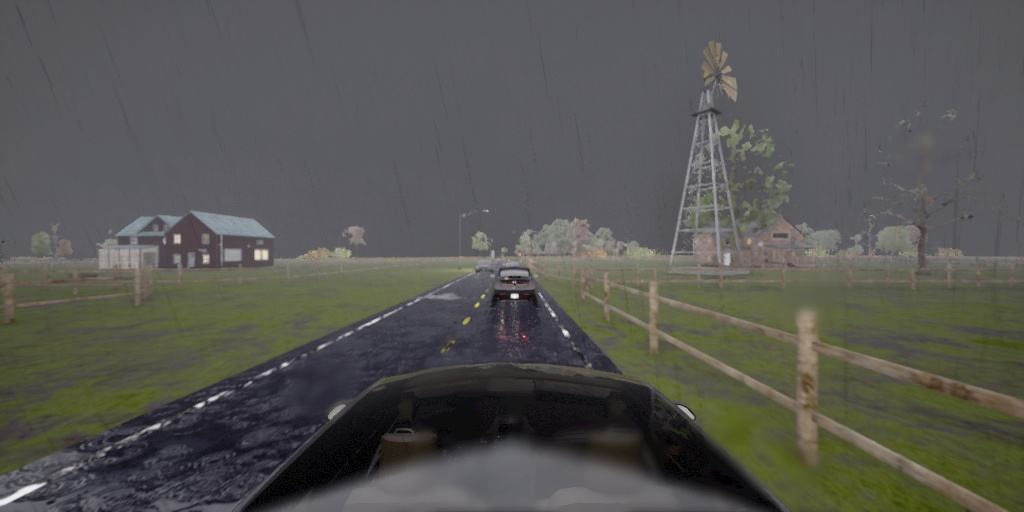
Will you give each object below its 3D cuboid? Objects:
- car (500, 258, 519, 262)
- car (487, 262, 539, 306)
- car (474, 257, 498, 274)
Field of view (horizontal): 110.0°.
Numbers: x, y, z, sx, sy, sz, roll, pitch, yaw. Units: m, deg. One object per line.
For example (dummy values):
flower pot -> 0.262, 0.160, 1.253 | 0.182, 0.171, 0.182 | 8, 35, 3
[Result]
car -> 0.095, 1.123, 37.671 | 2.033, 1.411, 5.357 | 0, 0, 0
car -> 0.097, 1.190, 15.412 | 1.837, 1.490, 4.892 | 0, 0, 0
car -> -2.844, 1.078, 38.117 | 1.837, 1.490, 4.892 | 0, 0, 0
